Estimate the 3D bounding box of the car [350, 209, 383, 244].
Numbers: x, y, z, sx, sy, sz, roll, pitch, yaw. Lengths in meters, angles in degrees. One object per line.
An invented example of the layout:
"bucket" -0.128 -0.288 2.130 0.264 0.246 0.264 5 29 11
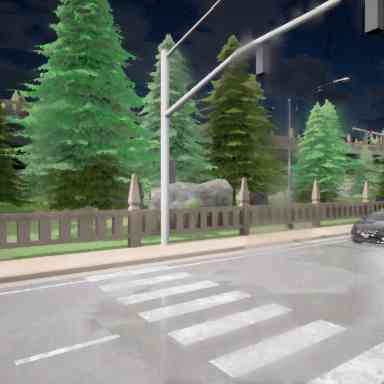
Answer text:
"car" 8.886 1.504 14.623 4.892 1.490 1.837 0 0 -35
